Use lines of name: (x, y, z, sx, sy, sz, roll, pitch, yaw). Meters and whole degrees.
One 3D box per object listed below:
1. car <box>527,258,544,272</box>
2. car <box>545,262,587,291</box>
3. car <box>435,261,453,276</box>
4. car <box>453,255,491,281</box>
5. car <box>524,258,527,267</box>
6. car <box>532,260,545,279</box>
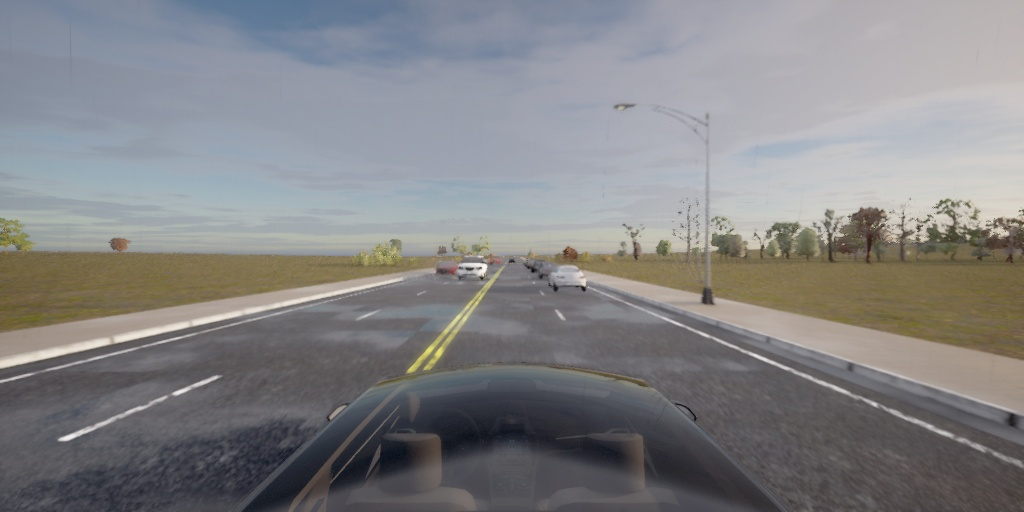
car: (3.261, 1.180, 43.587, 2.033, 1.649, 4.856, 0, 0, 0)
car: (3.255, 1.276, 21.587, 1.812, 1.442, 4.674, 0, 0, 0)
car: (-6.562, 1.229, 37.037, 1.882, 1.535, 5.008, 0, 0, 0)
car: (-3.323, 0.975, 30.983, 2.150, 2.045, 5.566, 0, 0, 0)
car: (3.264, 1.274, 54.587, 1.812, 1.442, 4.674, 0, 0, 0)
car: (3.258, 1.298, 32.587, 2.033, 1.411, 5.357, 0, 0, 0)
